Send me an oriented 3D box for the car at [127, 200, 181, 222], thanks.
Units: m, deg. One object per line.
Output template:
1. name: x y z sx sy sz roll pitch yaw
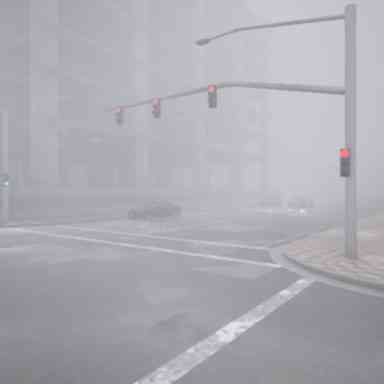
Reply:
1. car: -2.919 1.416 26.276 1.882 1.535 5.008 0 0 37

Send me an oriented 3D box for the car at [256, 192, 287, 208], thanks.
1. car: 10.216 1.192 43.702 2.097 1.767 4.553 0 0 37

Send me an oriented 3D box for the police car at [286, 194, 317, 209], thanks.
1. police car: 13.829 1.335 42.542 2.038 1.542 4.974 0 0 37
